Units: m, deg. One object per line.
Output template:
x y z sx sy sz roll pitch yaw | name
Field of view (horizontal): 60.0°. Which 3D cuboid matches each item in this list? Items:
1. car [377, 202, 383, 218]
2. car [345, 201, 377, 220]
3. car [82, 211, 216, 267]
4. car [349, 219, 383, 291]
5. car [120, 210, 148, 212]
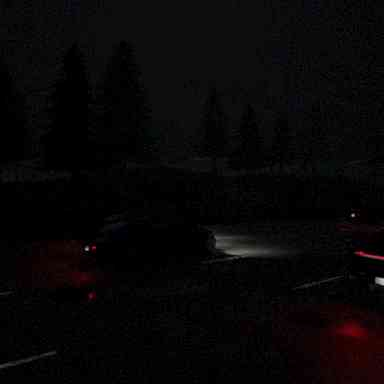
15.207 1.503 23.166 4.892 1.490 1.837 0 0 -35 | car
14.273 1.503 26.798 4.892 1.490 1.837 0 0 -35 | car
-1.319 1.525 11.401 4.674 1.442 1.812 0 0 -35 | car
5.627 1.491 7.752 4.902 1.511 2.128 0 0 -35 | car
-2.243 1.525 15.039 4.674 1.442 1.812 0 0 -35 | car
